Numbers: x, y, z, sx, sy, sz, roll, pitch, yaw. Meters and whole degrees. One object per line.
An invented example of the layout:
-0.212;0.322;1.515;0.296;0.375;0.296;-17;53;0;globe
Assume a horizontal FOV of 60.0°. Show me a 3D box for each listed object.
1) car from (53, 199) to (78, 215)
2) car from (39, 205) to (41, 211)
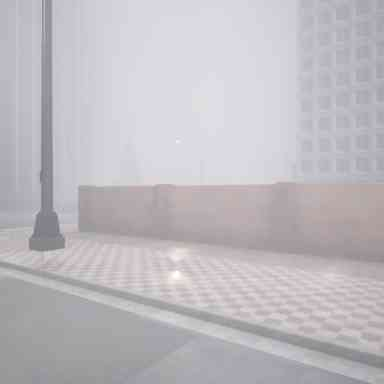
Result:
-11.429;1.504;34.536;1.837;1.490;4.892;0;0;35;car
-14.250;1.491;36.610;2.128;1.511;4.902;0;0;35;car
